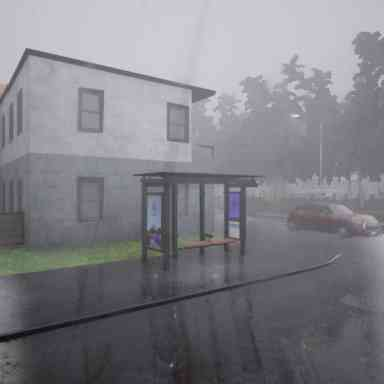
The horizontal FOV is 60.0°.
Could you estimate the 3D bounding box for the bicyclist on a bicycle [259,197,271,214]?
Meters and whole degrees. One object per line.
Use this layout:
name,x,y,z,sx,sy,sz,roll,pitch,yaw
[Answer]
bicyclist on a bicycle,7.096,1.345,32.407,1.656,1.620,0.582,0,0,-35

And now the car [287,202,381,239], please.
car,7.289,1.350,17.456,2.097,1.767,4.553,0,0,-33
